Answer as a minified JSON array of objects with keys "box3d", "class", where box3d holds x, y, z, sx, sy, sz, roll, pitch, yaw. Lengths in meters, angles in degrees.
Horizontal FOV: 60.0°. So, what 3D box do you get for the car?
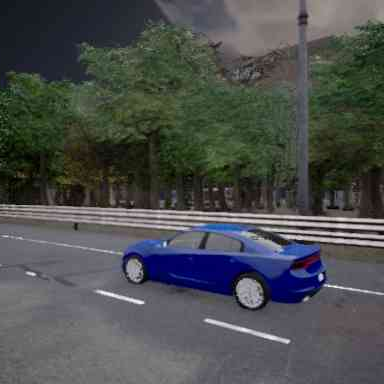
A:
[{"box3d":[0.461,1.497,7.841,5.008,1.535,1.882,0,0,36],"class":"car"}]
